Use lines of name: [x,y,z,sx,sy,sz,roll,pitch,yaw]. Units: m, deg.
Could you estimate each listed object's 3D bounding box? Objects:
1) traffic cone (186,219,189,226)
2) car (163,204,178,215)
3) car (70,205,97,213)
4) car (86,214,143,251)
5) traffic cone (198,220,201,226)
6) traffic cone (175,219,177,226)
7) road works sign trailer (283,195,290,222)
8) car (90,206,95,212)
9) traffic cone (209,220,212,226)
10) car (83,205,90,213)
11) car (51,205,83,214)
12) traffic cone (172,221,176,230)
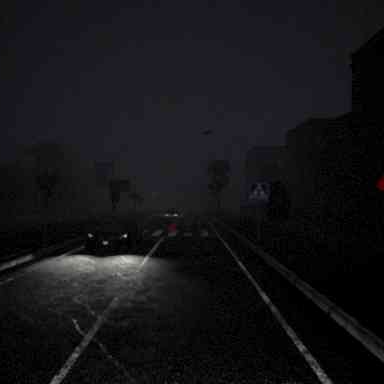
traffic cone: [-0.404,2.581,27.996,0.340,0.580,0.340,0,-2,0]
car: [-3.296,3.116,56.339,2.033,1.411,5.357,0,-2,1]
car: [-21.920,3.420,67.254,4.674,1.452,2.002,0,-2,0]
car: [-3.369,1.760,15.264,1.812,1.442,4.674,0,-1,0]
traffic cone: [0.595,2.581,27.996,0.340,0.580,0.340,0,-2,0]
traffic cone: [-1.403,2.447,23.998,0.340,0.580,0.340,0,-2,0]
road works sign trailer: [11.884,2.567,44.595,2.380,3.560,2.880,5,43,22]
car: [-21.935,3.275,64.108,5.008,1.535,2.097,0,-2,0]
traffic cone: [1.595,2.581,27.996,0.340,0.580,0.340,0,-2,0]
car: [-21.930,3.167,60.837,4.892,1.521,2.231,0,-2,0]
car: [-21.939,3.096,57.561,4.674,1.452,2.002,0,-2,0]
traffic cone: [-1.403,2.382,21.998,0.340,0.580,0.340,0,-2,0]
